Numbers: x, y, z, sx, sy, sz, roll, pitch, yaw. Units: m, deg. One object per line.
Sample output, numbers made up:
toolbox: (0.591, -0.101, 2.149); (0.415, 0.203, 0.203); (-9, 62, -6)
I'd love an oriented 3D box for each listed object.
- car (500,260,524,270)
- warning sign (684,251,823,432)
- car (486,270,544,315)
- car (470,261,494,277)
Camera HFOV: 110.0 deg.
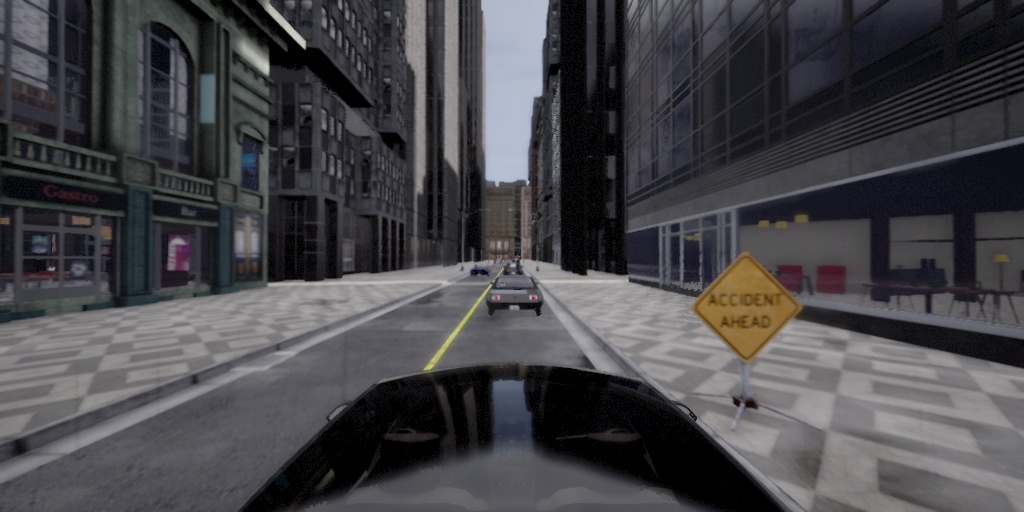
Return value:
car: (0.116, 1.332, 33.845); (1.812, 1.442, 4.674); (0, 0, 0)
warning sign: (2.720, 0.875, 4.190); (1.300, 1.860, 1.060); (0, 0, 0)
car: (0.100, 1.388, 13.831); (1.895, 1.301, 4.718); (0, 0, 0)
car: (-3.079, 1.406, 35.653); (1.895, 1.301, 4.718); (0, 0, 0)
